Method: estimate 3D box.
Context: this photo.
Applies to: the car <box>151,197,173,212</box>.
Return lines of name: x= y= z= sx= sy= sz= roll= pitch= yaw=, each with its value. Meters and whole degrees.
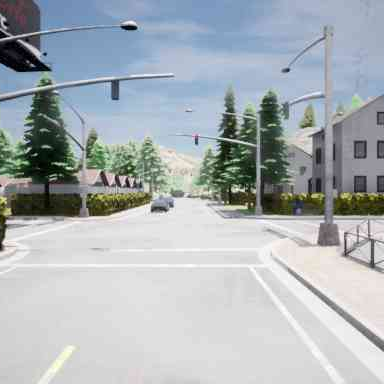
car: x=-3.621 y=1.547 z=38.478 sx=2.033 sy=1.411 sz=5.357 roll=0 pitch=0 yaw=0

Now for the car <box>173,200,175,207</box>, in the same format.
car: x=-3.609 y=1.477 z=48.761 sx=1.882 sy=1.535 sz=5.008 roll=0 pitch=0 yaw=0
